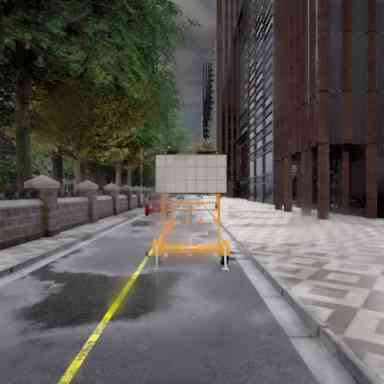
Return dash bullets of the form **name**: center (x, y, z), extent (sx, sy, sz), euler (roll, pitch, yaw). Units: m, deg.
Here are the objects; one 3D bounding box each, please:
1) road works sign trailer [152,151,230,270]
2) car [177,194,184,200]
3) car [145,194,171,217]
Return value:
- **road works sign trailer**: center (-0.029, 0.464, 11.017), extent (2.380, 3.560, 2.880), euler (0, 0, 0)
- **car**: center (-3.256, 1.316, 94.978), extent (2.097, 1.767, 4.553), euler (0, 0, 0)
- **car**: center (-3.187, 1.204, 32.044), extent (2.150, 2.045, 5.566), euler (0, 0, 0)
